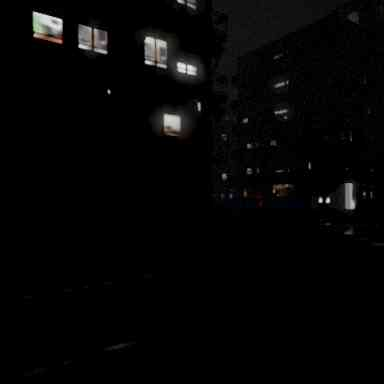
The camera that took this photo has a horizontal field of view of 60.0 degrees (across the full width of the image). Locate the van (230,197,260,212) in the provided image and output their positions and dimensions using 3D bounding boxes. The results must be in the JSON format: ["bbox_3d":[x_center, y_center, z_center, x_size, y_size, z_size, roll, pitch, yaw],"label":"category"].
[{"bbox_3d":[5.987,1.445,38.611,1.690,1.788,3.998,-2,0,-36],"label":"van"}]

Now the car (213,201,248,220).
[{"bbox_3d":[2.557,1.714,29.182,1.802,1.307,4.206,-2,0,-36],"label":"car"}]

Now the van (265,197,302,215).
[{"bbox_3d":[9.298,1.371,34.093,1.690,1.788,3.998,-2,0,-36],"label":"van"}]
